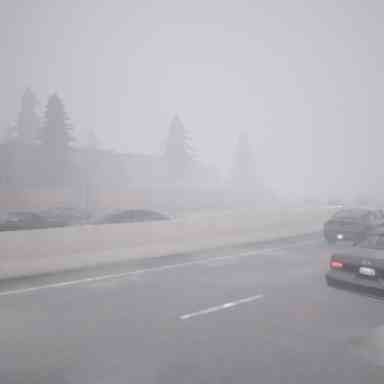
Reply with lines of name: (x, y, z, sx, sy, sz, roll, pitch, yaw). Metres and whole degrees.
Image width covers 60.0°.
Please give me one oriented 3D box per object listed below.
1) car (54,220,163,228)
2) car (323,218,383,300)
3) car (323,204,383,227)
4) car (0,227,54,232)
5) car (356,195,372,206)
car: (-3.222, 1.469, 14.780, 4.892, 1.490, 1.837, 0, 0, -38)
car: (5.196, 1.493, 7.704, 5.357, 1.411, 2.033, 0, 0, -39)
car: (7.413, 1.416, 14.171, 4.892, 1.490, 1.837, 0, 0, -41)
car: (-8.360, 1.590, 15.278, 4.718, 1.301, 1.895, 0, 0, -36)
car: (24.855, 1.245, 48.035, 2.033, 1.411, 5.357, 0, 0, 28)
